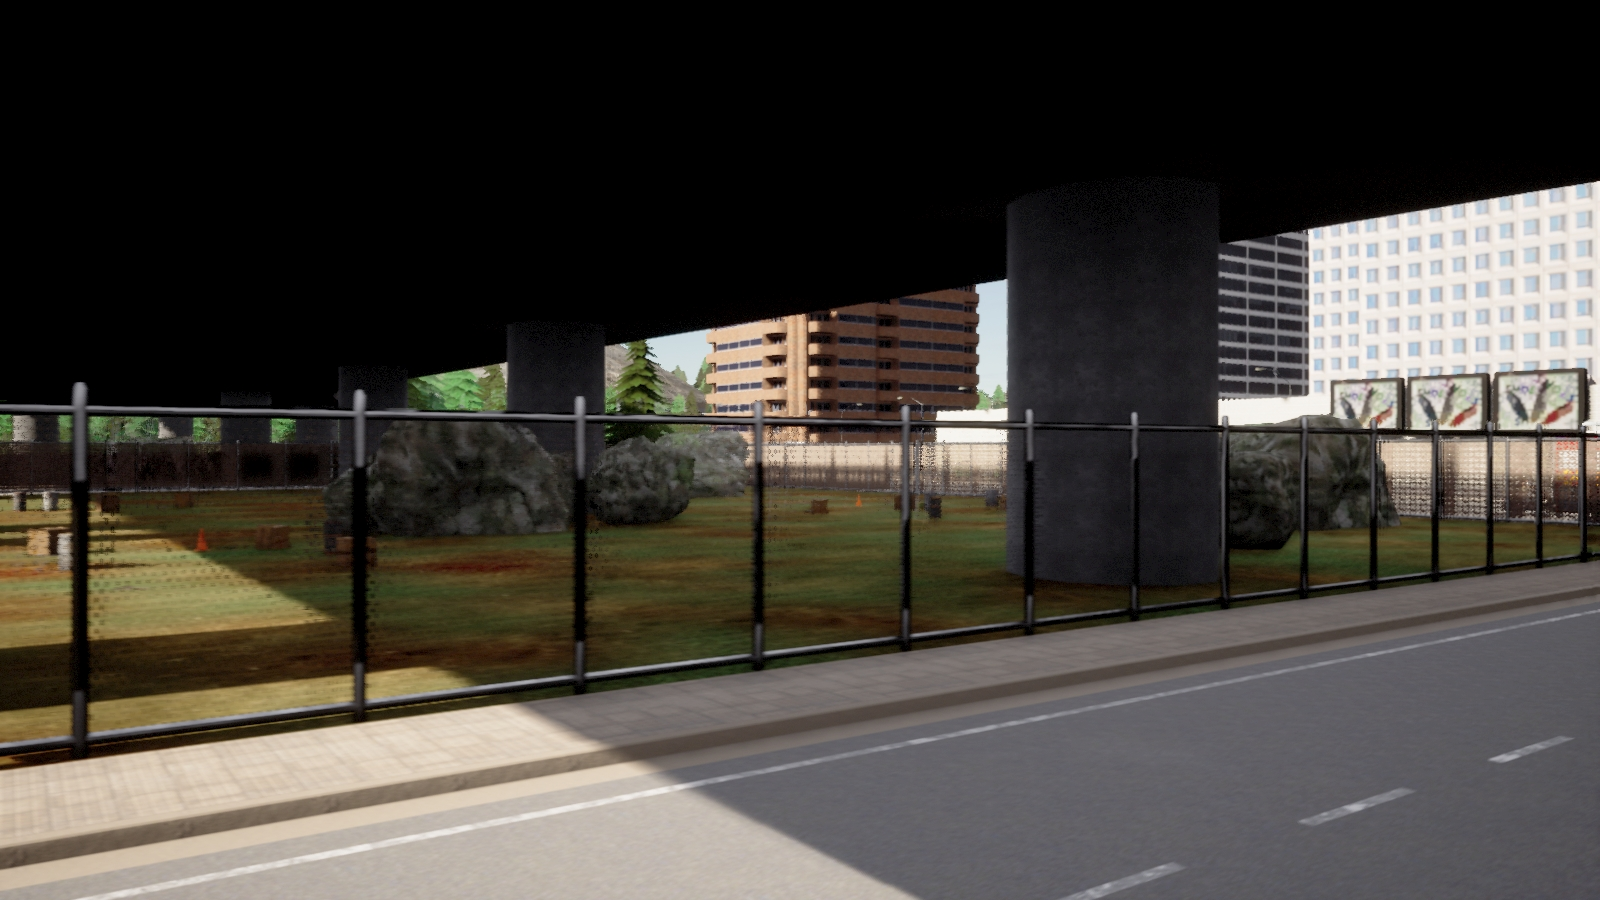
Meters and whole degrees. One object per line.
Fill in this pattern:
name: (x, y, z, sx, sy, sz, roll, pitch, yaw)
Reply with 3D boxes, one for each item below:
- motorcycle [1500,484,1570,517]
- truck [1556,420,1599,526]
motorcycle: (30.833, 2.111, 47.992, 0.764, 1.277, 2.356, 0, 0, -35)
truck: (31.817, 0.835, 40.007, 2.891, 3.827, 8.468, 0, 0, -35)
